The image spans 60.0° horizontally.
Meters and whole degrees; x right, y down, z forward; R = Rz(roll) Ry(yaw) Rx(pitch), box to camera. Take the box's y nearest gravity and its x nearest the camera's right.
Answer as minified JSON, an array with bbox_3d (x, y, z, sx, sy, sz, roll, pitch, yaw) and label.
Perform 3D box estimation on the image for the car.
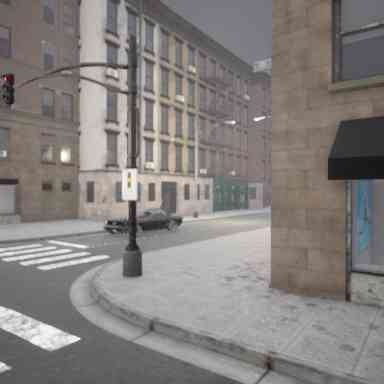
[{"bbox_3d":[-2.606,1.648,18.493,1.895,1.301,4.718,0,0,35],"label":"car"}]
